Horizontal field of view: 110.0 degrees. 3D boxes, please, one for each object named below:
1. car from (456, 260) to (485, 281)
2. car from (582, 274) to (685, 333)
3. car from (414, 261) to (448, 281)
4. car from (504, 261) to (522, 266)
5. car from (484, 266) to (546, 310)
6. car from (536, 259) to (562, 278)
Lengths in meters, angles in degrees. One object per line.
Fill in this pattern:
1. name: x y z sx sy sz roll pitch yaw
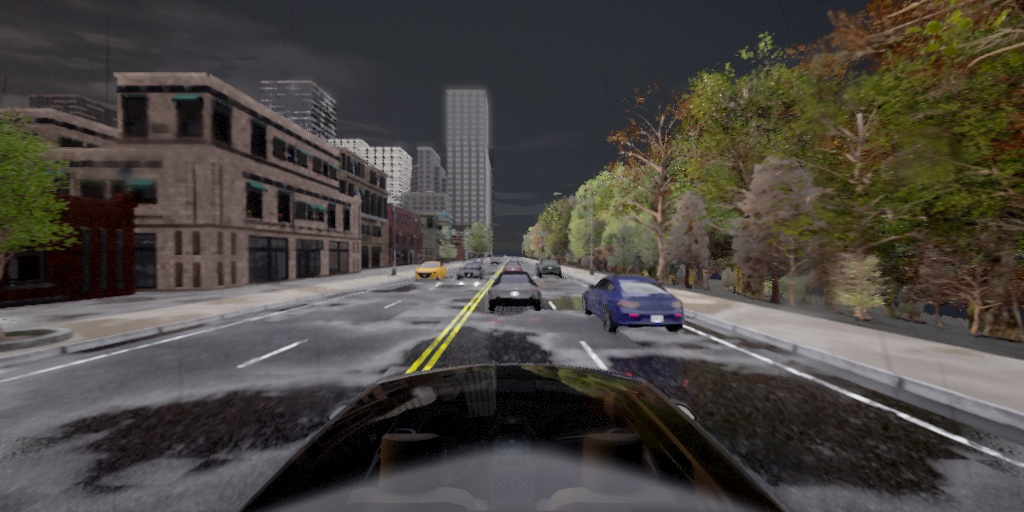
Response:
1. car: -3.342 1.281 29.615 1.994 1.385 4.181 0 0 0
2. car: 3.347 1.265 10.570 1.812 1.442 4.674 0 0 0
3. car: -6.593 1.195 29.577 1.882 1.535 5.008 0 0 0
4. car: 0.095 1.270 38.554 1.994 1.385 4.181 0 0 0
5. car: 0.099 1.300 14.622 1.994 1.385 4.181 0 0 0
6. car: 3.343 1.063 33.545 2.097 1.767 4.553 0 0 0
